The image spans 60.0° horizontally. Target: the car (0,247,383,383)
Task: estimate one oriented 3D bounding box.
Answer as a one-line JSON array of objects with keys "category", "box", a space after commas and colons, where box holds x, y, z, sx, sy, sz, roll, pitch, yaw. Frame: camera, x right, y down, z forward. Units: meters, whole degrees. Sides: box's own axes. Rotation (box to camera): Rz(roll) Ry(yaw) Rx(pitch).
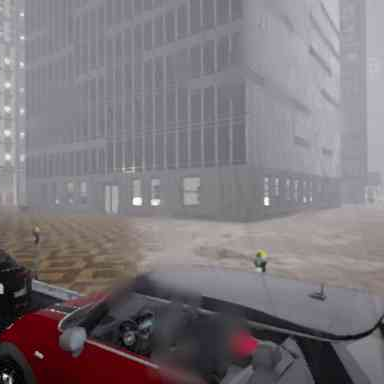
[{"category": "car", "box": [-0.135, 1.444, 3.130, 4.097, 1.590, 1.967, 0, -1, 36]}]
